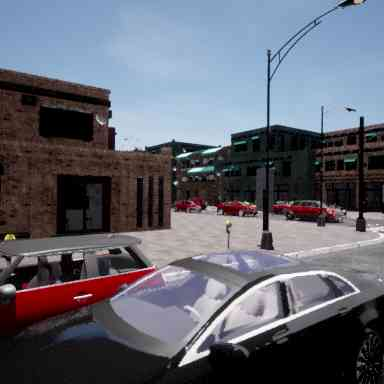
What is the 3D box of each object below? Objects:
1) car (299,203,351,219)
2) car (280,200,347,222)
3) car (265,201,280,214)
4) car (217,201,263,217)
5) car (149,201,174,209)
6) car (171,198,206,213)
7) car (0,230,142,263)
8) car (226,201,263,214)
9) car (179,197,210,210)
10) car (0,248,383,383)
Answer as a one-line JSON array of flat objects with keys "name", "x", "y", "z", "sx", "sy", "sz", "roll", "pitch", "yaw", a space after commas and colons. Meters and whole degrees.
[{"name": "car", "x": 12.963, "y": 1.812, "z": 32.676, "sx": 1.947, "sy": 1.339, "sz": 4.313, "roll": 0, "pitch": -1, "yaw": -35}, {"name": "car", "x": 9.897, "y": 1.479, "z": 27.001, "sx": 2.097, "sy": 1.767, "sz": 4.553, "roll": 1, "pitch": -1, "yaw": -35}, {"name": "car", "x": 9.799, "y": 1.739, "z": 37.235, "sx": 1.967, "sy": 1.590, "sz": 4.097, "roll": 0, "pitch": -1, "yaw": -35}, {"name": "car", "x": 4.637, "y": 1.692, "z": 34.525, "sx": 1.882, "sy": 1.535, "sz": 5.008, "roll": 1, "pitch": -1, "yaw": -35}, {"name": "car", "x": -5.026, "y": 2.072, "z": 54.045, "sx": 1.895, "sy": 1.301, "sz": 4.718, "roll": 1, "pitch": -1, "yaw": -35}, {"name": "car", "x": -0.639, "y": 1.829, "z": 42.130, "sx": 1.812, "sy": 1.442, "sz": 4.674, "roll": 1, "pitch": -1, "yaw": -35}, {"name": "car", "x": -2.388, "y": 1.441, "z": 4.841, "sx": 4.097, "sy": 1.590, "sz": 1.967, "roll": 0, "pitch": 1, "yaw": -35}, {"name": "car", "x": 6.537, "y": 1.879, "z": 41.930, "sx": 1.752, "sy": 1.417, "sz": 4.829, "roll": 0, "pitch": -1, "yaw": -35}, {"name": "car", "x": 0.304, "y": 1.773, "z": 50.907, "sx": 2.192, "sy": 1.841, "sz": 5.009, "roll": 0, "pitch": -1, "yaw": -35}, {"name": "car", "x": 0.313, "y": 1.492, "z": 3.603, "sx": 4.902, "sy": 1.511, "sz": 2.128, "roll": 0, "pitch": 0, "yaw": -36}]
